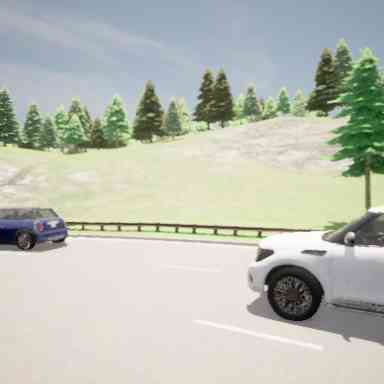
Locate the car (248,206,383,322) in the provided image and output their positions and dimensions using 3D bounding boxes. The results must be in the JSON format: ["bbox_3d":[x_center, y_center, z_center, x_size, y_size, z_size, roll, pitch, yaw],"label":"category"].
[{"bbox_3d":[3.747,1.182,5.574,5.566,2.045,2.150,0,0,34],"label":"car"}]

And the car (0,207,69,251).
[{"bbox_3d":[-7.760,1.421,14.362,4.553,1.767,2.097,-1,0,17],"label":"car"}]
